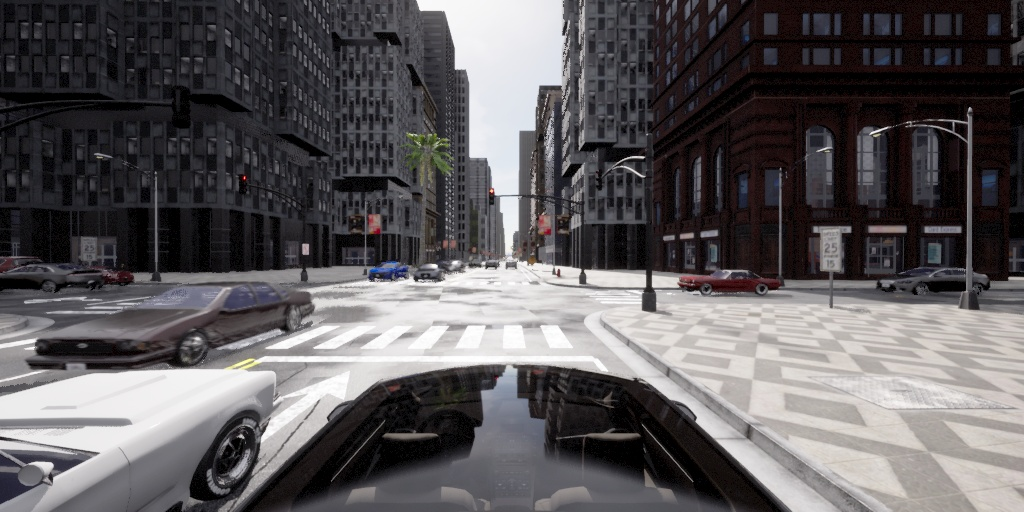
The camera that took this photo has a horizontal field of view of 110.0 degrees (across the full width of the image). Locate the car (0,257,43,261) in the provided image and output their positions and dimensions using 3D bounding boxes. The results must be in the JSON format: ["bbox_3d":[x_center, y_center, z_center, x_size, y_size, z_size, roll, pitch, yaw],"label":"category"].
[{"bbox_3d":[-30.786,0.945,21.293,5.009,1.841,2.192,0,0,-1],"label":"car"}]

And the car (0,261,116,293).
[{"bbox_3d":[-24.499,1.158,18.774,4.902,1.511,2.128,0,0,0],"label":"car"}]

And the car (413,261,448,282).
[{"bbox_3d":[-6.542,1.322,28.609,1.994,1.385,4.181,0,0,-3],"label":"car"}]

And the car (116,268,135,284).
[{"bbox_3d":[-25.148,1.232,21.404,4.207,1.307,1.802,0,0,-1],"label":"car"}]

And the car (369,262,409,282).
[{"bbox_3d":[-10.072,1.239,29.631,1.882,1.535,5.008,0,0,2],"label":"car"}]

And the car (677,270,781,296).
[{"bbox_3d":[11.652,1.414,19.529,4.718,1.301,1.895,0,0,0],"label":"car"}]

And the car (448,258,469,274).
[{"bbox_3d":[-6.768,1.294,42.695,2.128,1.511,4.902,0,0,0],"label":"car"}]

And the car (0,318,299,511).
[{"bbox_3d":[-3.149,1.351,1.460,1.895,1.301,4.718,0,0,-3],"label":"car"}]

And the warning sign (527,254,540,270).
[{"bbox_3d":[2.661,0.940,47.605,1.300,1.860,1.060,0,0,0],"label":"warning sign"}]

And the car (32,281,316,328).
[{"bbox_3d":[-6.625,1.298,8.101,2.033,1.411,5.357,0,0,0],"label":"car"}]

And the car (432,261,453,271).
[{"bbox_3d":[-10.056,1.403,52.384,2.033,1.411,5.357,0,0,0],"label":"car"}]

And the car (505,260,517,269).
[{"bbox_3d":[-0.137,1.407,60.592,2.128,1.511,4.902,0,-1,-1],"label":"car"}]

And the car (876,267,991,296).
[{"bbox_3d":[22.852,1.356,19.566,4.902,1.511,2.128,0,0,0],"label":"car"}]

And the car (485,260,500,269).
[{"bbox_3d":[-3.385,1.408,59.343,1.837,1.490,4.892,0,-1,-1],"label":"car"}]
